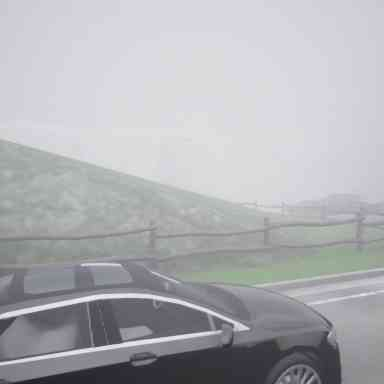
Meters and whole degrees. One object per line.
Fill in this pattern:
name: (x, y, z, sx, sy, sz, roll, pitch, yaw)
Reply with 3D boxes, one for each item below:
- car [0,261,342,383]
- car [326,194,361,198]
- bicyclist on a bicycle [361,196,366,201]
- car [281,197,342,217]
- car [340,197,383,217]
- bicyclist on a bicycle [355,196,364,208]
car: (-0.754, 1.492, 3.278, 4.902, 1.511, 2.128, 0, 0, -24)
car: (15.345, 1.223, 35.594, 2.150, 2.045, 5.566, 0, 0, -44)
bicyclist on a bicycle: (22.628, 1.302, 43.878, 1.656, 1.620, 0.582, 0, 0, -44)
car: (10.538, 1.477, 30.428, 1.882, 1.535, 5.008, 0, 0, -44)
car: (14.785, 1.505, 31.034, 1.837, 1.490, 4.892, 1, 0, -43)
bicyclist on a bicycle: (22.318, 1.302, 44.197, 1.656, 1.620, 0.582, 0, 0, -44)
